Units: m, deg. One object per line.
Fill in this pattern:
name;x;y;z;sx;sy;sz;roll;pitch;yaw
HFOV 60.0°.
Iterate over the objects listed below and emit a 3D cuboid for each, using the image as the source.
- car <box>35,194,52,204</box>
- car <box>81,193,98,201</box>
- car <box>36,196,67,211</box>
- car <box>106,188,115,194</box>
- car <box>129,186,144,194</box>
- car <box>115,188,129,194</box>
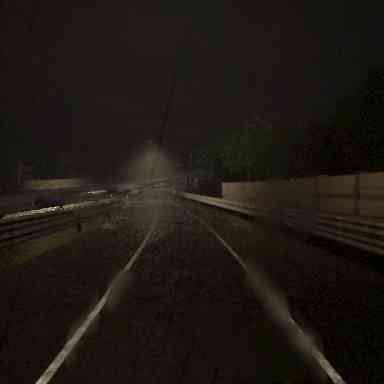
car;-25.526;1.190;58.522;2.097;1.767;4.553;0;3;8
car;-20.723;0.878;67.603;1.837;1.490;4.892;0;3;8
car;-19.891;1.780;48.155;1.882;1.535;5.008;0;3;8
car;-21.256;-0.245;88.655;1.837;1.490;4.892;0;3;8
car;-14.318;-0.172;87.723;1.812;1.442;4.674;0;3;8
car;-17.787;-0.195;88.190;2.128;1.511;4.902;0;3;8
